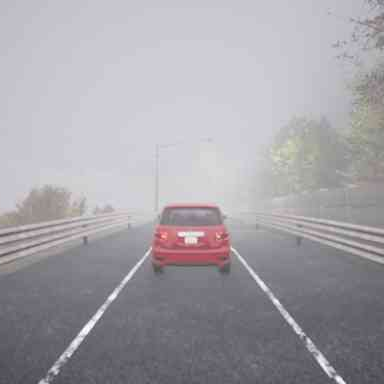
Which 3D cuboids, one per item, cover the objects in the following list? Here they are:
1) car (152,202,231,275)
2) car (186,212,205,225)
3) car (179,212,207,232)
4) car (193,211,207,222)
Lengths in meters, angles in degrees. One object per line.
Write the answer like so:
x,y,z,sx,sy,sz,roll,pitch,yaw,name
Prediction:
0.007,1.349,10.999,2.150,2.045,5.566,0,-1,1,car
0.470,2.880,36.884,1.895,1.301,4.718,0,-3,2,car
0.122,2.226,25.276,1.895,1.301,4.718,0,-3,1,car
1.141,3.471,48.012,1.812,1.442,4.674,0,-3,4,car
